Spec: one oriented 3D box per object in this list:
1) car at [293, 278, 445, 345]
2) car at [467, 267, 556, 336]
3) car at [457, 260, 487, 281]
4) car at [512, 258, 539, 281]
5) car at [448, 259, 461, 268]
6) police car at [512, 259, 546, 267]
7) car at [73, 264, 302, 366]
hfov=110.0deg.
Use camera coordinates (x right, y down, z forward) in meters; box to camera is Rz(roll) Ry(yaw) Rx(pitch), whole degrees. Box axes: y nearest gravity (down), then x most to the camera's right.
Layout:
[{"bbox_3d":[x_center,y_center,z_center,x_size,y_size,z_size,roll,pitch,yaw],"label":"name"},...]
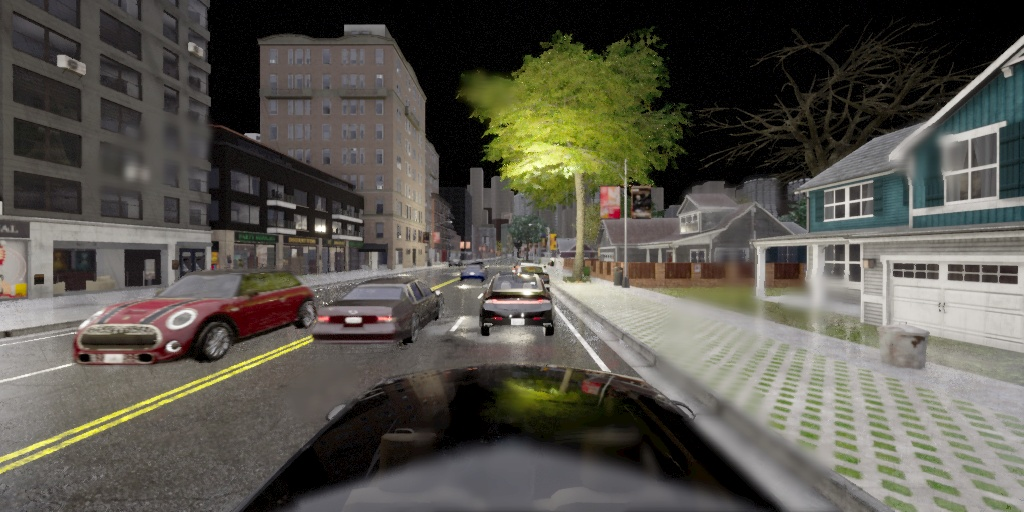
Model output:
[{"bbox_3d":[-3.115,1.295,9.501,2.033,1.411,5.357,0,0,-1],"label":"car"},{"bbox_3d":[0.134,1.239,10.348,2.128,1.511,4.902,0,0,0],"label":"car"},{"bbox_3d":[-3.034,1.296,29.479,1.994,1.385,4.181,0,0,0],"label":"car"},{"bbox_3d":[1.094,1.082,30.457,2.097,1.767,4.553,0,0,0],"label":"car"},{"bbox_3d":[-9.567,1.179,60.645,1.882,1.535,5.008,0,0,1],"label":"car"},{"bbox_3d":[1.053,1.165,20.597,1.930,1.638,5.238,0,0,0],"label":"police car"},{"bbox_3d":[-6.573,1.100,8.173,2.097,1.767,4.553,0,0,0],"label":"car"}]
